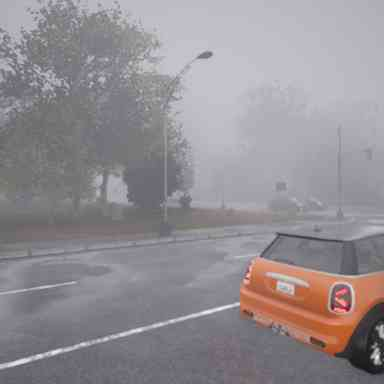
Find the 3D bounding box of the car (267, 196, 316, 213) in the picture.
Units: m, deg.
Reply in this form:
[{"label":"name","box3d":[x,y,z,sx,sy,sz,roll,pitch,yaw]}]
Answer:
[{"label":"car","box3d":[10.390,1.263,35.705,2.097,1.767,4.553,0,0,-38]}]

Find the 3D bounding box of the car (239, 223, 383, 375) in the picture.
[{"label":"car","box3d":[3.037,1.345,5.839,4.553,1.767,2.097,0,0,-35]}]

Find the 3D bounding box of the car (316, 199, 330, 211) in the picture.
[{"label":"car","box3d":[13.195,1.249,37.798,2.097,1.767,4.553,0,0,-38]}]

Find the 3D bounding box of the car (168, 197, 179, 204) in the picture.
[{"label":"car","box3d":[-2.074,1.501,57.410,1.895,1.301,4.718,0,0,-38]}]
